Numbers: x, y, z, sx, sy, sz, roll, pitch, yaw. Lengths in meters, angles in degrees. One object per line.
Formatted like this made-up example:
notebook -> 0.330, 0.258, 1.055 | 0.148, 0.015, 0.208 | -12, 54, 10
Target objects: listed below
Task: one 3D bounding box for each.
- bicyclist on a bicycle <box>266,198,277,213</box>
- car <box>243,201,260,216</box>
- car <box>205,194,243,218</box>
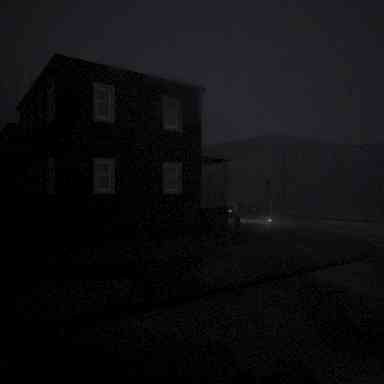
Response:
bicyclist on a bicycle -> 8.322, 1.348, 34.790 | 1.656, 1.620, 0.582 | 0, 0, -35
car -> 4.653, 1.564, 32.668 | 1.994, 1.385, 4.181 | 0, 0, -35
car -> 1.575, 1.221, 29.786 | 2.150, 2.045, 5.566 | 0, 0, -35
